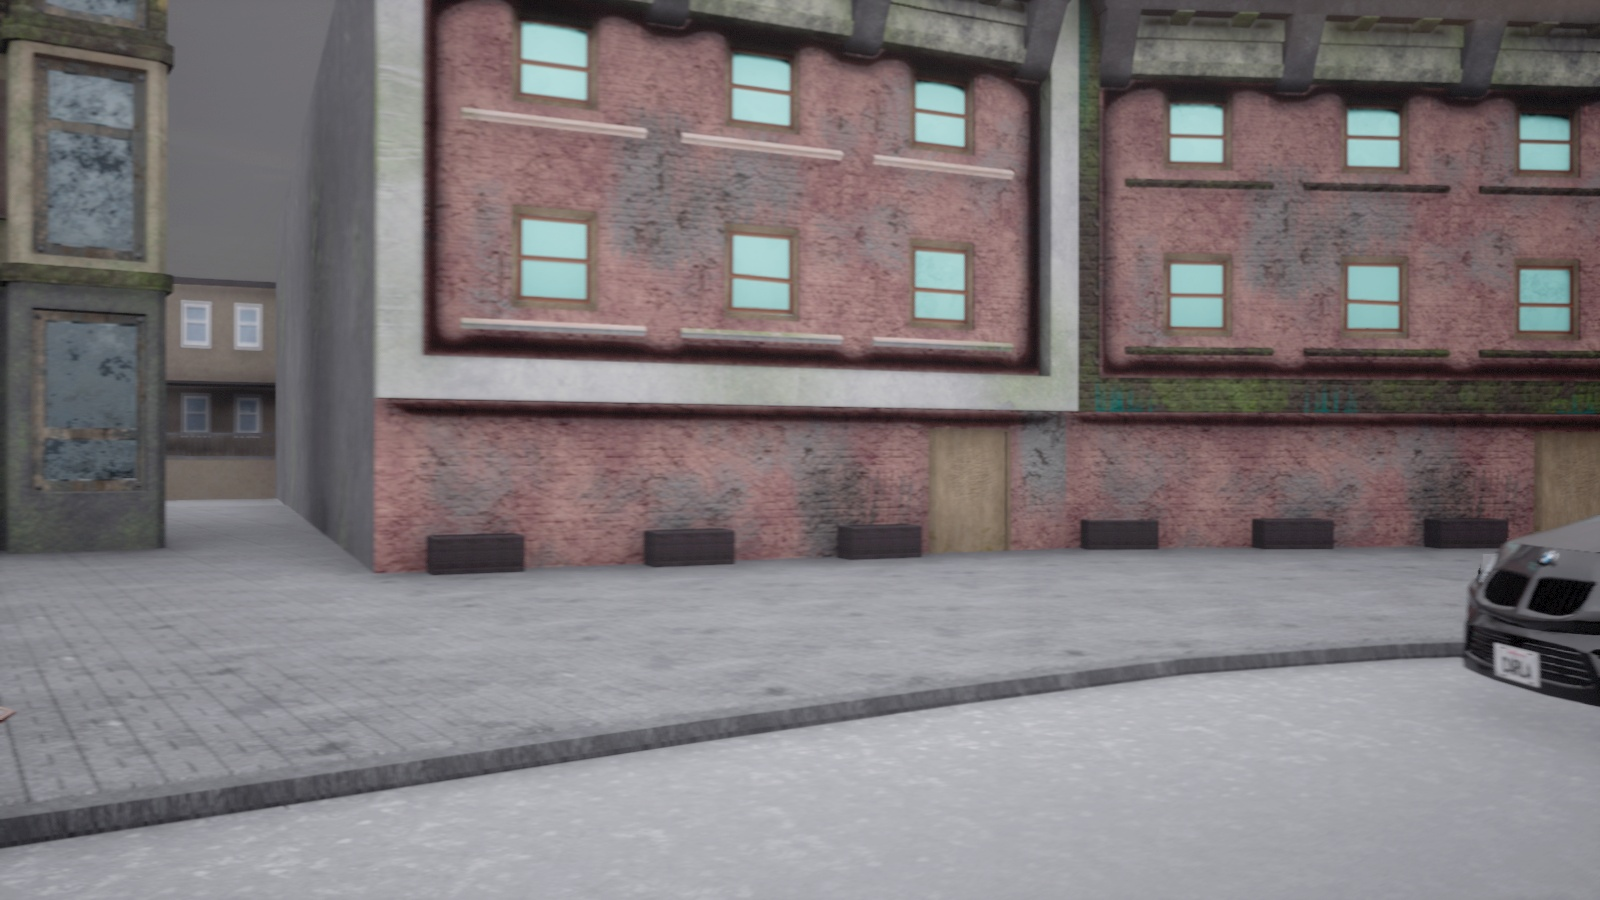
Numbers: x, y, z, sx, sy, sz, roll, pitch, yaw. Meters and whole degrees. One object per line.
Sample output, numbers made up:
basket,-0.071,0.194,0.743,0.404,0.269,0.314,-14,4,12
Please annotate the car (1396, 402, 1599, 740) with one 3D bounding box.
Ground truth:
car,6.208,0.595,7.091,4.611,1.667,2.242,0,0,-3
